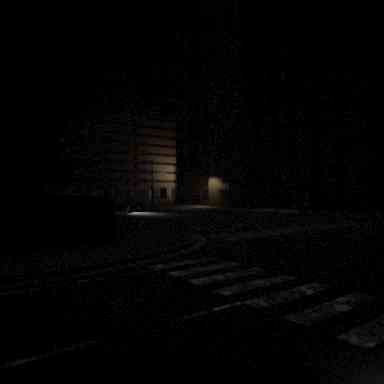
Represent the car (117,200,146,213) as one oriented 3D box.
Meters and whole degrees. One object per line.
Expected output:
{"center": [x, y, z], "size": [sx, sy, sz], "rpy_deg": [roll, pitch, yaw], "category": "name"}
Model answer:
{"center": [-6.954, 1.586, 38.055], "size": [1.994, 1.385, 4.181], "rpy_deg": [0, 0, -35], "category": "car"}
